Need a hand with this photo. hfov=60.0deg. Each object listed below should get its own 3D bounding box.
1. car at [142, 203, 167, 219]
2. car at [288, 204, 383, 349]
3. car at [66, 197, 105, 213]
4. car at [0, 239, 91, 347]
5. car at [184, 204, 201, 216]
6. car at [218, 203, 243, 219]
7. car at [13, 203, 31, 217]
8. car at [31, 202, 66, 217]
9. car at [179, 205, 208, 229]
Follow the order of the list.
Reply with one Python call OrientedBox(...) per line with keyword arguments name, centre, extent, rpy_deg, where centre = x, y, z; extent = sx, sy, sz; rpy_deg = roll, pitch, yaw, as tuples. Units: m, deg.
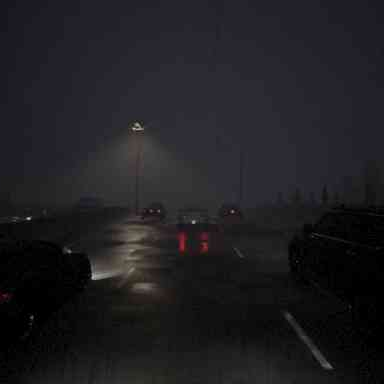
OrientedBox(name="car", centre=(-3.399, 1.716, 30.382), extent=(2.033, 1.411, 5.357), rpy_deg=(0, -2, 0))
OrientedBox(name="car", centre=(3.600, 1.237, 6.401), extent=(2.150, 2.045, 5.566), rpy_deg=(0, 0, 0))
OrientedBox(name="car", centre=(-10.597, 1.528, 34.236), extent=(2.150, 2.045, 5.566), rpy_deg=(0, -2, 0))
OrientedBox(name="car", centre=(-3.400, 1.580, 6.342), extent=(1.994, 1.385, 4.181), rpy_deg=(0, 0, 0))
OrientedBox(name="car", centre=(0.101, 2.308, 42.021), extent=(2.033, 1.411, 5.357), rpy_deg=(0, -4, 0))
OrientedBox(name="car", centre=(3.601, 1.770, 31.613), extent=(1.994, 1.385, 4.181), rpy_deg=(0, -2, 0))
OrientedBox(name="car", centre=(-17.591, 1.948, 36.596), extent=(1.812, 1.442, 4.674), rpy_deg=(0, -3, 0))
OrientedBox(name="car", centre=(-14.094, 1.801, 34.266), extent=(2.128, 1.511, 4.902), rpy_deg=(0, -2, 0))
OrientedBox(name="car", centre=(0.100, 1.579, 22.205), extent=(1.812, 1.442, 4.674), rpy_deg=(0, 0, 0))
